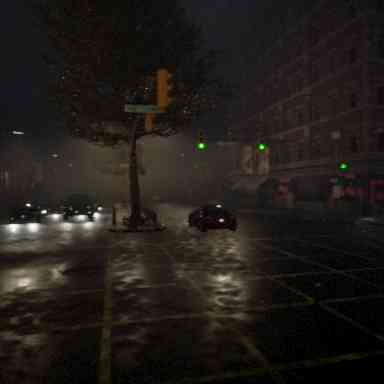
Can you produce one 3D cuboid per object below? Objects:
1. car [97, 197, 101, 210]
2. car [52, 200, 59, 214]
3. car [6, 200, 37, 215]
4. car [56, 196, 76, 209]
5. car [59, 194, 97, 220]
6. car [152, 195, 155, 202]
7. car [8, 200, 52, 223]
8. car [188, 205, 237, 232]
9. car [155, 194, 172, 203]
[{"bbox_3d":[-11.714,1.524,37.802,1.895,1.301,4.718,-1,0,-13],"label":"car"},{"bbox_3d":[-14.627,1.540,34.828,1.994,1.385,4.181,-1,0,-13],"label":"car"},{"bbox_3d":[-18.147,1.609,35.701,1.895,1.301,4.718,-1,0,-14],"label":"car"},{"bbox_3d":[-17.014,1.425,44.969,1.882,1.535,5.008,-1,0,-13],"label":"car"},{"bbox_3d":[-9.524,1.172,28.249,2.150,2.045,5.566,-1,0,-14],"label":"car"},{"bbox_3d":[-7.171,1.218,68.401,1.812,1.442,4.674,-1,0,-13],"label":"car"},{"bbox_3d":[-12.530,1.566,25.774,1.994,1.385,4.181,-1,0,-13],"label":"car"},{"bbox_3d":[1.051,1.437,19.159,1.994,1.385,4.181,-1,0,-13],"label":"car"},{"bbox_3d":[-4.856,1.284,58.674,1.994,1.385,4.181,-1,0,-13],"label":"car"}]
